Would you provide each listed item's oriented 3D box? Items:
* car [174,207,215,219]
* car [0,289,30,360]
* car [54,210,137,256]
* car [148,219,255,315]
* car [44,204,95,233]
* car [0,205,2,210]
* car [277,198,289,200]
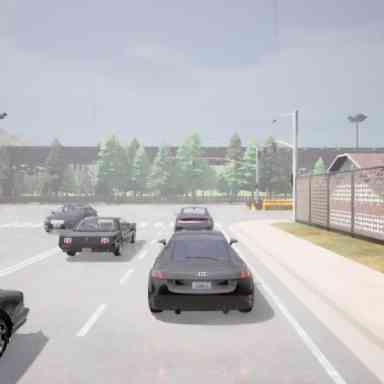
[{"bbox_3d":[0.118,1.491,16.580,2.128,1.511,4.902,0,0,1],"label":"car"},{"bbox_3d":[-3.399,1.547,2.603,2.033,1.411,5.357,0,0,0],"label":"car"},{"bbox_3d":[-3.399,1.600,12.997,1.895,1.301,4.718,0,0,0],"label":"car"},{"bbox_3d":[0.147,1.564,7.677,1.994,1.385,4.181,0,0,-1],"label":"car"},{"bbox_3d":[-7.000,1.494,19.679,2.128,1.511,4.902,0,0,0],"label":"car"},{"bbox_3d":[-23.951,1.485,37.080,4.902,1.511,2.128,0,0,-2],"label":"car"},{"bbox_3d":[13.932,1.599,52.452,4.718,1.301,1.895,0,0,-2],"label":"car"}]
